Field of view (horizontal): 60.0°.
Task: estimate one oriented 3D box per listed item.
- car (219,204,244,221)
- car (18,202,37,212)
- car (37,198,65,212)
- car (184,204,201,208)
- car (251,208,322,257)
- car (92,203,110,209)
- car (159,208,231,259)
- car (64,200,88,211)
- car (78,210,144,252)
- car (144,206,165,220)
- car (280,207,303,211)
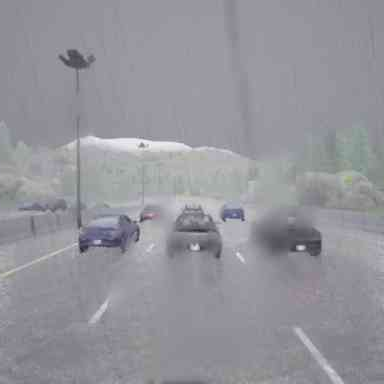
[{"bbox_3d":[3.583,1.825,30.548,1.882,1.535,5.008,0,-1,0],"label":"car"},{"bbox_3d":[-24.592,2.261,50.843,1.882,1.535,5.008,0,-1,0],"label":"car"},{"bbox_3d":[-21.093,2.012,51.204,2.150,2.045,5.566,0,-1,0],"label":"car"},{"bbox_3d":[0.084,1.813,29.028,2.128,1.511,4.902,0,-1,0],"label":"car"},{"bbox_3d":[3.592,1.611,13.377,1.837,1.490,4.892,0,-1,0],"label":"car"},{"bbox_3d":[-14.095,2.370,51.726,1.994,1.385,4.181,0,-1,0],"label":"car"},{"bbox_3d":[0.093,1.594,13.018,2.128,1.511,4.902,0,-1,0],"label":"car"},{"bbox_3d":[-17.595,2.300,51.358,1.837,1.490,4.892,0,-1,0],"label":"car"},{"bbox_3d":[-3.408,1.642,14.241,1.812,1.442,4.674,0,-1,0],"label":"car"},{"bbox_3d":[-3.417,1.895,29.642,1.994,1.385,4.181,0,-1,0],"label":"car"},{"bbox_3d":[7.087,1.794,24.332,2.033,1.411,5.357,0,-1,0],"label":"car"}]
